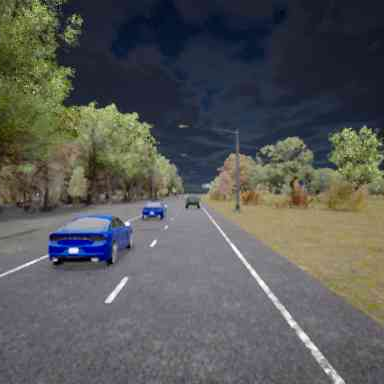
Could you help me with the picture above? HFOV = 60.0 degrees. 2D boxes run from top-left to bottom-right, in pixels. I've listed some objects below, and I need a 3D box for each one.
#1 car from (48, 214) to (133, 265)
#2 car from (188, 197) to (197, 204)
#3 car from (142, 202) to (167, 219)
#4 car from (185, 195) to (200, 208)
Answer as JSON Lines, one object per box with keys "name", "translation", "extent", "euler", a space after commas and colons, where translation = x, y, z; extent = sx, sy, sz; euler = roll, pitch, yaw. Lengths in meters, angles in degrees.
{"name": "car", "translation": [-3.397, 1.547, 12.029], "extent": [1.882, 1.535, 5.008], "euler": [0, 0, 0]}
{"name": "car", "translation": [0.034, 1.898, 73.076], "extent": [1.882, 1.535, 5.008], "euler": [0, 0, 0]}
{"name": "car", "translation": [-3.386, 1.652, 30.650], "extent": [1.882, 1.535, 5.008], "euler": [0, 0, 0]}
{"name": "car", "translation": [0.124, 1.528, 53.645], "extent": [2.150, 2.045, 5.566], "euler": [0, 0, 0]}
